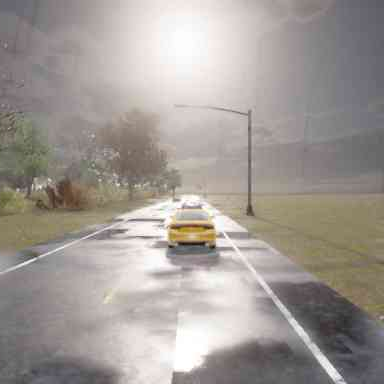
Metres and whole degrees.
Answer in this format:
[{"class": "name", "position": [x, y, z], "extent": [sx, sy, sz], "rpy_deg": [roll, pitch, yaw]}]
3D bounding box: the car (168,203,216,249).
[{"class": "car", "position": [0.000, 1.489, 14.651], "extent": [1.882, 1.535, 5.008], "rpy_deg": [0, 0, 0]}]

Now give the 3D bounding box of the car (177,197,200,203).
[{"class": "car", "position": [0.000, 1.505, 29.652], "extent": [2.128, 1.511, 4.902], "rpy_deg": [0, 0, 0]}]

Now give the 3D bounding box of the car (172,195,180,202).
[{"class": "car", "position": [-3.500, 1.511, 76.755], "extent": [1.882, 1.535, 5.008], "rpy_deg": [0, 0, 0]}]
